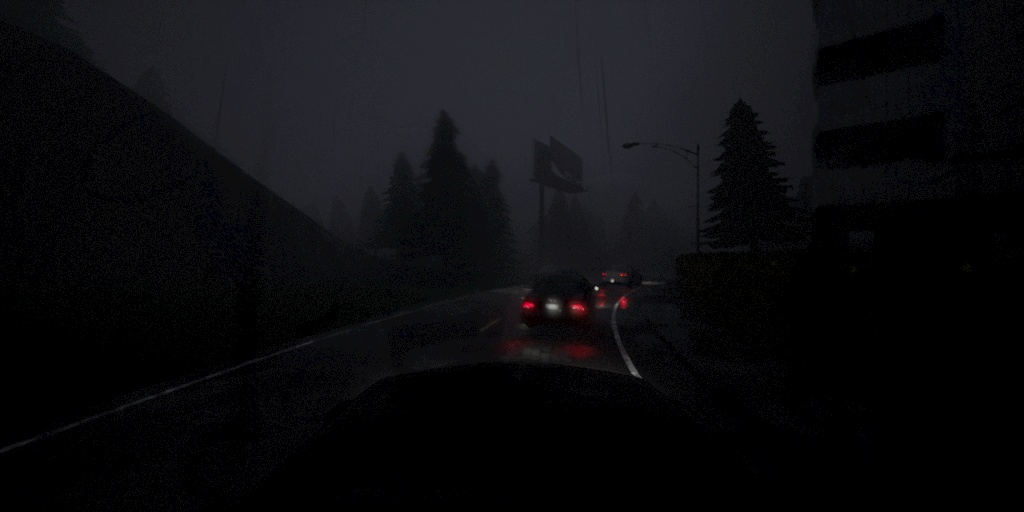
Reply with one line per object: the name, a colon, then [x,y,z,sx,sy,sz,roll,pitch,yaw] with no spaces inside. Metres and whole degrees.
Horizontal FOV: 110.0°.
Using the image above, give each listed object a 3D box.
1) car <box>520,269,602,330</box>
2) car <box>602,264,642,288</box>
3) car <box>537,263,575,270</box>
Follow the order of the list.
car: [1.649,1.298,11.213,2.033,1.411,5.357,0,0,15]
car: [7.345,1.277,23.939,1.812,1.442,4.674,0,0,31]
car: [2.875,1.228,23.845,1.882,1.535,5.008,0,0,30]
